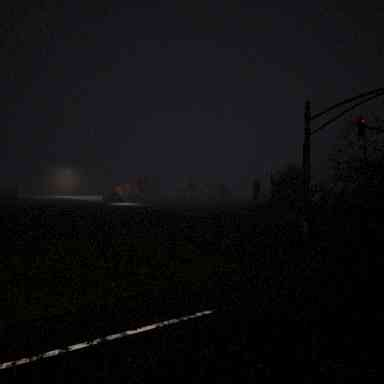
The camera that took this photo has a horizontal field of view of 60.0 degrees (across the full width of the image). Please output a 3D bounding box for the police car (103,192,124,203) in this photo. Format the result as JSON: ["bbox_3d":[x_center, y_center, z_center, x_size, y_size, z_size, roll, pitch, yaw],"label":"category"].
[{"bbox_3d":[-11.753,0.821,49.829,2.038,1.542,4.974,1,0,-32],"label":"police car"}]
